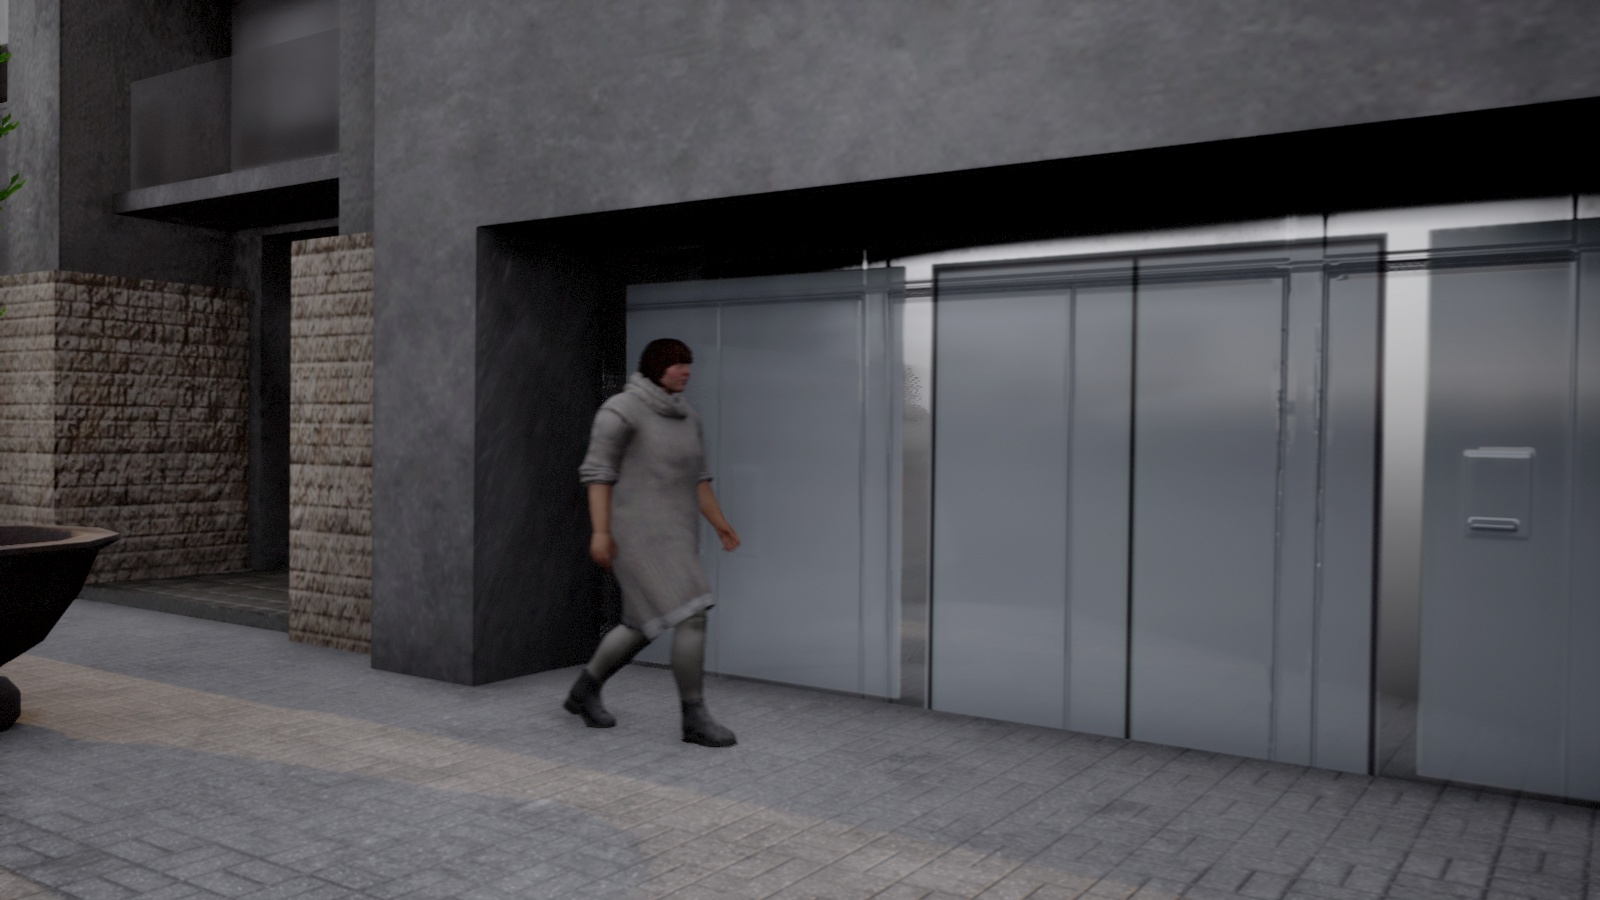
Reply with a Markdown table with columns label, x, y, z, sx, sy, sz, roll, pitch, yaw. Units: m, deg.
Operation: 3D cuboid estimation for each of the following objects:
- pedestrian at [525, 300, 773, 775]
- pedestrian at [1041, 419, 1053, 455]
| label | x | y | z | sx | sy | sz | roll | pitch | yaw |
| --- | --- | --- | --- | --- | --- | --- | --- | --- | --- |
| pedestrian | -0.665 | 0.355 | 5.635 | 0.873 | 1.952 | 0.659 | 0 | 1 | 24 |
| pedestrian | 12.732 | -0.660 | 64.761 | 0.376 | 1.854 | 0.720 | 0 | 1 | 33 |
